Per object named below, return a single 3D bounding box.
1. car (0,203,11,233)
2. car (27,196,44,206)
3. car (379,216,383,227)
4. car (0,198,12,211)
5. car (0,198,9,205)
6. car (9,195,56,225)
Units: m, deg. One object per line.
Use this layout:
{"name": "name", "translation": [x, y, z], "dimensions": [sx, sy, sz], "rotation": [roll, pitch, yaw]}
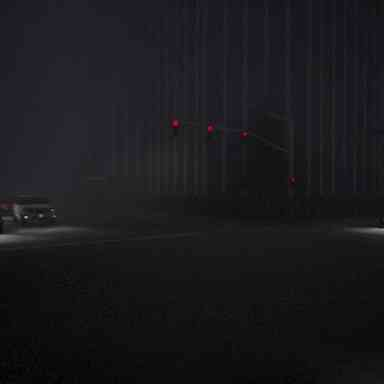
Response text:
{"name": "car", "translation": [-12.245, 1.558, 19.386], "dimensions": [2.033, 1.411, 5.357], "rotation": [1, 0, -36]}
{"name": "car", "translation": [-28.034, 1.577, 59.492], "dimensions": [1.882, 1.535, 5.008], "rotation": [1, 0, -36]}
{"name": "car", "translation": [15.285, 1.769, 23.530], "dimensions": [5.357, 1.411, 2.033], "rotation": [1, 0, -38]}
{"name": "car", "translation": [-23.741, 1.544, 41.297], "dimensions": [1.837, 1.490, 4.892], "rotation": [1, 0, -36]}
{"name": "car", "translation": [-17.687, 1.391, 32.895], "dimensions": [2.097, 1.767, 4.553], "rotation": [1, 0, -36]}
{"name": "car", "translation": [-11.847, 1.261, 24.810], "dimensions": [2.150, 2.045, 5.566], "rotation": [1, 0, -36]}
